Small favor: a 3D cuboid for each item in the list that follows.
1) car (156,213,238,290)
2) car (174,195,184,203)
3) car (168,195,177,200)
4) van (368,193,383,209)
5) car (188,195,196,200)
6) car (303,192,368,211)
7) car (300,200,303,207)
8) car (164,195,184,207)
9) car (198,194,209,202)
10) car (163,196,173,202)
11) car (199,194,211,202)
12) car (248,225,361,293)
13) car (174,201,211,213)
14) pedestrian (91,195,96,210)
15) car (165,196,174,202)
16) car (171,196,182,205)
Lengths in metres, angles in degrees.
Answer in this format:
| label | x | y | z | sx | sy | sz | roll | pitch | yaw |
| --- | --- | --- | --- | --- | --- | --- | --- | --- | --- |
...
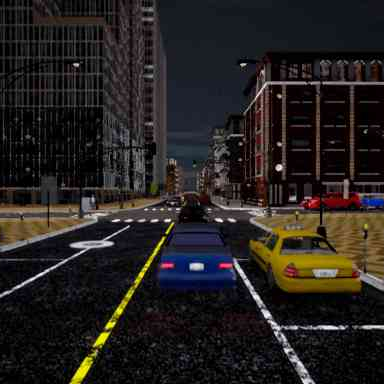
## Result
| label | x | y | z | sx | sy | sz | roll | pitch | yaw |
| --- | --- | --- | --- | --- | --- | --- | --- | --- | --- |
| car | 0.097 | 1.551 | 9.210 | 2.033 | 1.411 | 5.357 | 0 | 0 | 0 |
| car | -2.749 | 1.508 | 71.307 | 1.882 | 1.535 | 5.008 | 0 | 0 | 0 |
| car | -5.315 | 1.591 | 91.316 | 2.008 | 1.369 | 4.403 | 0 | 0 | 0 |
| van | 20.970 | 1.064 | 38.955 | 3.998 | 1.788 | 1.690 | -1 | 1 | -1 |
| car | 0.001 | 1.593 | 91.053 | 1.994 | 1.385 | 4.181 | 0 | 0 | 0 |
| car | 15.619 | 1.016 | 36.438 | 5.566 | 2.045 | 2.150 | -1 | 0 | -1 |
| car | 15.314 | 1.109 | 38.896 | 5.009 | 1.841 | 2.192 | -1 | 1 | -1 |
| car | -2.843 | 1.512 | 51.194 | 2.128 | 1.511 | 4.902 | 0 | 0 | 0 |
| car | 2.564 | 1.347 | 74.537 | 2.192 | 1.841 | 5.009 | 0 | 0 | 0 |
| car | -5.316 | 1.583 | 74.537 | 2.008 | 1.369 | 4.403 | 0 | 0 | 0 |
| car | 2.564 | 1.342 | 63.351 | 2.192 | 1.841 | 5.009 | 0 | 0 | 0 |
| car | 2.565 | 1.528 | 8.704 | 1.752 | 1.417 | 4.829 | 0 | 0 | 0 |
| car | 0.088 | 1.514 | 19.827 | 1.837 | 1.490 | 4.892 | 0 | 0 | 0 |
| pedestrian | -12.348 | 1.285 | 41.542 | 0.375 | 1.860 | 0.375 | 0 | 1 | -1 |
| car | -5.316 | 1.580 | 80.130 | 1.887 | 1.381 | 4.507 | 0 | 0 | 0 |
| car | -2.817 | 1.551 | 60.821 | 1.812 | 1.442 | 4.674 | 0 | 0 | 0 |
